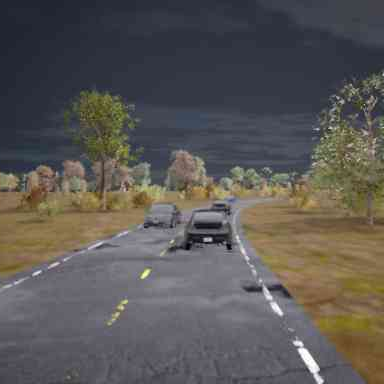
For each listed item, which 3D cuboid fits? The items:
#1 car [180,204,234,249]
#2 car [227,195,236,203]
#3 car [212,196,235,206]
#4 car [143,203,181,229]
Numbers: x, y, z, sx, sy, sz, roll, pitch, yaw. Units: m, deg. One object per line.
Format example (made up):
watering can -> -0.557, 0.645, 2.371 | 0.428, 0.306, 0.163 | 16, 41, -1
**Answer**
car -> 0.744, 1.495, 14.567 | 1.837, 1.490, 4.892 | 0, 0, 4
car -> 7.039, 1.356, 62.618 | 1.882, 1.535, 5.008 | 0, 0, 18
car -> 2.929, 1.467, 32.482 | 1.837, 1.490, 4.892 | 0, 0, 9
car -> -1.815, 1.484, 21.501 | 1.837, 1.490, 4.892 | 0, 0, 6
